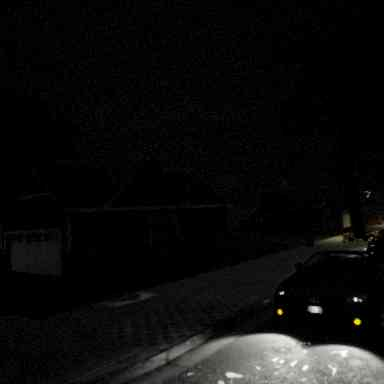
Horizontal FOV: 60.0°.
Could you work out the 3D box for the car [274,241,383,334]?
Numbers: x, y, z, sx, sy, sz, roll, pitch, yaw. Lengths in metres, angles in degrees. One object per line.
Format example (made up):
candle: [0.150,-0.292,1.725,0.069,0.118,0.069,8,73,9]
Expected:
car: [3.523,2.099,7.860,1.994,1.385,4.181,-7,-6,37]

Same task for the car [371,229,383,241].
car: [9.898,2.455,16.183,1.994,1.385,4.181,-7,-6,38]
